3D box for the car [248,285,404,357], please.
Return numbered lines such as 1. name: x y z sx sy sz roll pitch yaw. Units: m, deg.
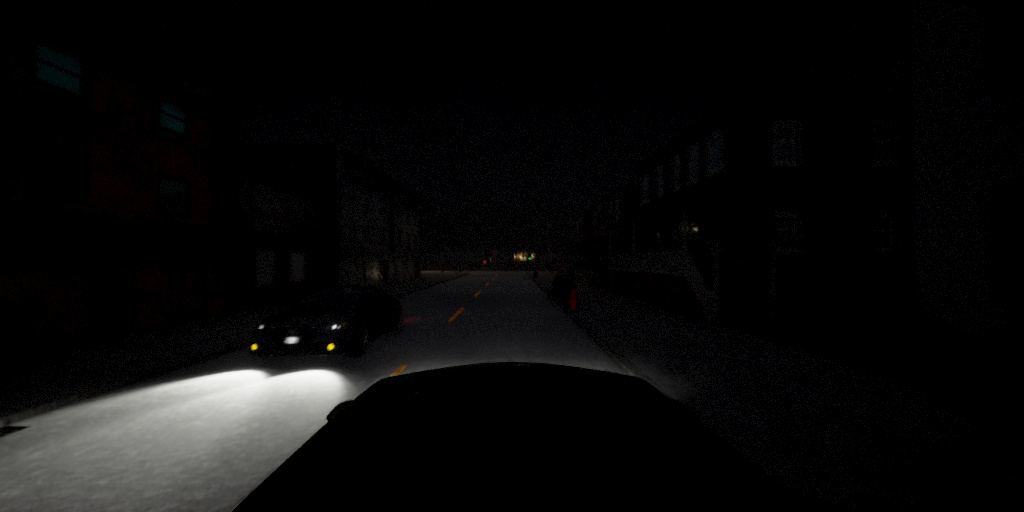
1. car: -4.092 1.399 8.646 1.994 1.385 4.181 0 -1 0
